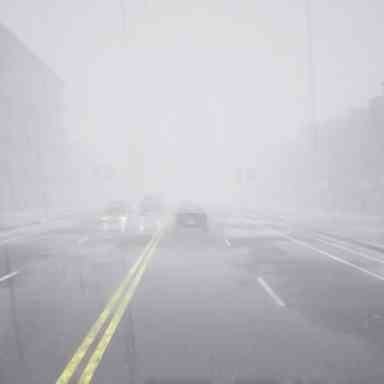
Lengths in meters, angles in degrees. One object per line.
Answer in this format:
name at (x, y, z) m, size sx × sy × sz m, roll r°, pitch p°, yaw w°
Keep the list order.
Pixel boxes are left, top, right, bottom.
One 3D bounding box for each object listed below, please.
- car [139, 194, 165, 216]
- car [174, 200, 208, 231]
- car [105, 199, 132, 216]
car at (-3.886, 1.197, 33.150) m, size 2.150 × 2.045 × 5.566 m, roll 0°, pitch 0°, yaw -1°
car at (-0.097, 1.462, 20.280) m, size 1.882 × 1.535 × 5.008 m, roll 0°, pitch 0°, yaw -2°
car at (-7.122, 1.428, 32.556) m, size 1.882 × 1.535 × 5.008 m, roll 0°, pitch 0°, yaw -1°
